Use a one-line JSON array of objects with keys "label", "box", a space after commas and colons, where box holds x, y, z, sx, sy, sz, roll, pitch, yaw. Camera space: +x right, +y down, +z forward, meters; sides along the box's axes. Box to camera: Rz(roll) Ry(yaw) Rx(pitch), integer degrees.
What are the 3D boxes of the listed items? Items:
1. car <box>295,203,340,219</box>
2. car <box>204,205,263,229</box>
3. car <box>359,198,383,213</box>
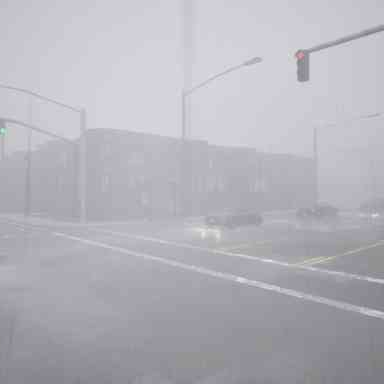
[{"label": "car", "box": [10.941, 1.603, 28.981, 4.718, 1.301, 1.895, 0, 0, -42]}, {"label": "car", "box": [2.733, 1.565, 21.584, 4.181, 1.385, 1.994, 0, 0, -42]}, {"label": "car", "box": [20.809, 1.479, 37.823, 5.008, 1.535, 1.882, 0, 0, -42]}]
